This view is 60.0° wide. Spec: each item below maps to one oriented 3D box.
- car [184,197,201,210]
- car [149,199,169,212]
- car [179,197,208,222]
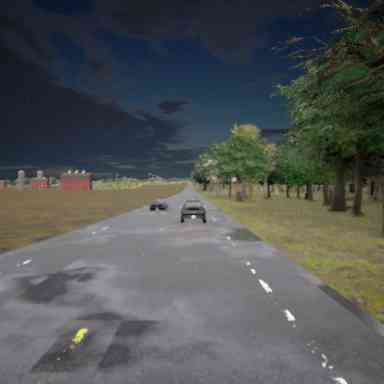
[{"bbox_3d":[0.103,1.370,42.346,2.033,1.411,5.357,0,0,0],"label":"car"},{"bbox_3d":[-3.562,1.462,36.246,1.895,1.301,4.718,0,0,0],"label":"car"},{"bbox_3d":[0.100,1.432,25.355,1.837,1.490,4.892,0,1,0],"label":"car"}]
